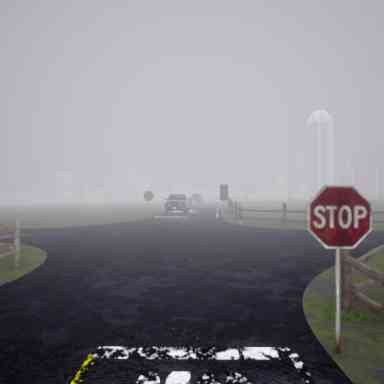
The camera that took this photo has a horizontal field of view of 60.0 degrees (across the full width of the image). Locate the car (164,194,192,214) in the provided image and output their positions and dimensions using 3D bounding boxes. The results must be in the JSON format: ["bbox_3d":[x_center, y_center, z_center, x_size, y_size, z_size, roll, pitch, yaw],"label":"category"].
[{"bbox_3d":[-1.520,1.217,35.502,2.150,2.045,5.566,0,0,4],"label":"car"}]

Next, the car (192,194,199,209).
[{"bbox_3d":[-0.632,1.480,46.101,2.128,1.511,4.902,0,0,6],"label":"car"}]

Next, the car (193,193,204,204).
[{"bbox_3d":[0.963,1.202,61.022,2.150,2.045,5.566,0,0,5],"label":"car"}]
